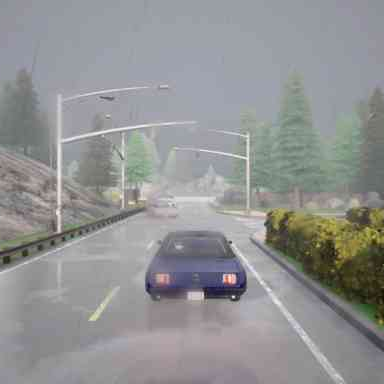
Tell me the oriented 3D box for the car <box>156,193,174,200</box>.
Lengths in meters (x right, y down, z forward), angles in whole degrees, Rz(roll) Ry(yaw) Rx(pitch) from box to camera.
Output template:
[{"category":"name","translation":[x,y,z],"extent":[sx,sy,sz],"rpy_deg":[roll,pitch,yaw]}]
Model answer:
[{"category":"car","translation":[-3.595,1.219,45.297],"extent":[2.150,2.045,5.566],"rpy_deg":[0,0,0]}]

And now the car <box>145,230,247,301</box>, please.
[{"category":"car","translation":[0.081,1.601,8.263],"extent":[1.895,1.301,4.718],"rpy_deg":[0,0,0]}]

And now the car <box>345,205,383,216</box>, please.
[{"category":"car","translation":[15.491,1.763,27.836],"extent":[4.718,1.301,1.895],"rpy_deg":[0,0,0]}]

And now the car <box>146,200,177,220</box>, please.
[{"category":"car","translation":[-2.709,1.601,28.726],"extent":[1.895,1.301,4.718],"rpy_deg":[0,0,-17]}]
